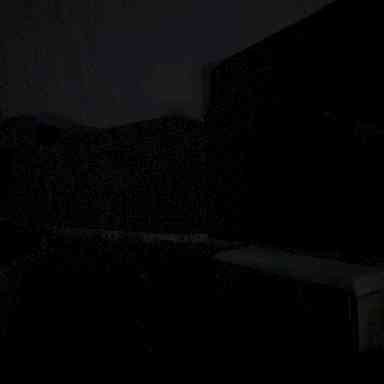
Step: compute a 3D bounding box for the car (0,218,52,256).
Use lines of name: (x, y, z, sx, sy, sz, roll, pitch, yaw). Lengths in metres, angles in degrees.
car: (-7.525, 1.756, 12.993, 2.231, 1.521, 4.892, -1, -1, 13)
